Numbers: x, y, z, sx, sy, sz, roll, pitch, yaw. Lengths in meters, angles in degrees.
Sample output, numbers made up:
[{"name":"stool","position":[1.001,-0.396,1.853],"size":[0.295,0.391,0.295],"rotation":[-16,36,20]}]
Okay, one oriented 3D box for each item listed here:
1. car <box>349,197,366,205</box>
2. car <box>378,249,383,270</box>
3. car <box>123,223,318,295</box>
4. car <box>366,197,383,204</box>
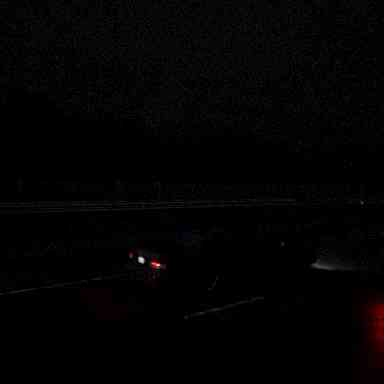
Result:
[{"name":"car","position":[23.424,1.419,45.400],"size":[4.553,1.767,2.097],"rotation":[0,0,-33]},{"name":"car","position":[6.905,1.597,8.620],"size":[4.718,1.301,1.895],"rotation":[0,0,-35]},{"name":"car","position":[0.962,1.545,8.730],"size":[5.357,1.411,2.033],"rotation":[0,0,-34]},{"name":"car","position":[24.589,1.415,41.984],"size":[4.553,1.767,2.097],"rotation":[0,0,-33]}]
